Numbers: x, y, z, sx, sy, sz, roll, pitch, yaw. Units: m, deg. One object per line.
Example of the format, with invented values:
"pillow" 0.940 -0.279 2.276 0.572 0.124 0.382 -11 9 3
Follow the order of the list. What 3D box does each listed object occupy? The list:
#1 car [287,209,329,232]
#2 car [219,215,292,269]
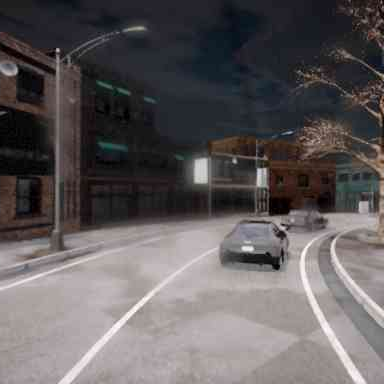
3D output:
"car" 7.738 1.866 22.639 2.033 1.411 5.357 1 0 37
"car" 2.333 1.701 11.907 1.994 1.385 4.181 1 -1 19
